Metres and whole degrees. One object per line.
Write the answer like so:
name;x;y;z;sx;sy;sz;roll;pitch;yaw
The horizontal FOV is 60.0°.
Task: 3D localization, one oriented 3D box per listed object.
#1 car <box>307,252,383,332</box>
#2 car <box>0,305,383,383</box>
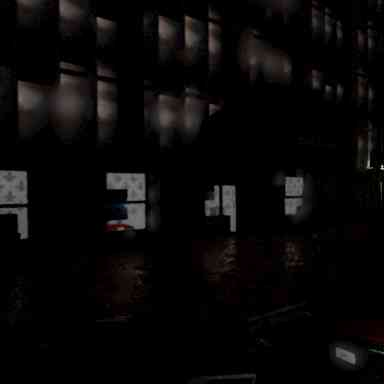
car;3.507;1.534;4.932;4.507;1.381;1.887;0;0;-35
car;-1.127;1.565;1.641;4.313;1.339;1.947;0;0;-35
